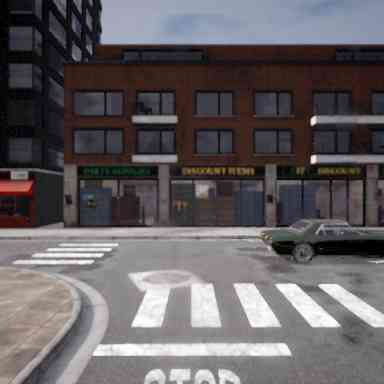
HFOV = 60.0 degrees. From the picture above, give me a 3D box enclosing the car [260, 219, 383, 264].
[{"bbox_3d":[4.791,1.581,11.150,4.718,1.301,1.895,0,0,0],"label":"car"}]
